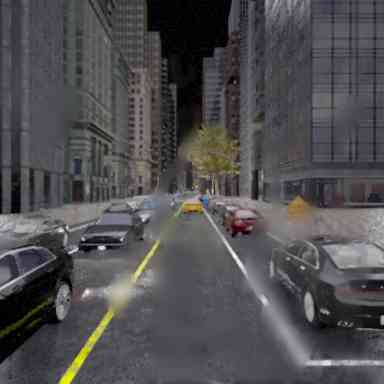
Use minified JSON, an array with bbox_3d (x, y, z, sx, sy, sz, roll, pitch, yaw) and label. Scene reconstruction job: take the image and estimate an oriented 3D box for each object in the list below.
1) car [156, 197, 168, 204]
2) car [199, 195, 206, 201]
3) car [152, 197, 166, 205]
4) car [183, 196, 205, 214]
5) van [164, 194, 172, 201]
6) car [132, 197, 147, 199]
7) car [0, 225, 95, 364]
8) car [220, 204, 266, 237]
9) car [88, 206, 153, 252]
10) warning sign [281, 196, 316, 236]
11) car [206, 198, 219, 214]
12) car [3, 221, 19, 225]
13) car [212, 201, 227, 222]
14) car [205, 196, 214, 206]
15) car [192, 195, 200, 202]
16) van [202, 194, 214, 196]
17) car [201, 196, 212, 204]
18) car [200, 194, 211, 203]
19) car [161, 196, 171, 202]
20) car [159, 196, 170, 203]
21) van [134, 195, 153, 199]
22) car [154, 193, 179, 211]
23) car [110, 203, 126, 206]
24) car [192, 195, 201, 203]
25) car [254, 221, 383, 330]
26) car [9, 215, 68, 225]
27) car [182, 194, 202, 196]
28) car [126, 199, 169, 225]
[{"bbox_3d":[-5.780,1.575,64.267,1.802,1.307,4.206,0,0,0],"label":"car"},{"bbox_3d":[2.745,1.531,86.078,1.752,1.417,4.829,0,0,0],"label":"car"},{"bbox_3d":[-5.779,1.542,58.855,2.008,1.369,4.403,0,0,0],"label":"car"},{"bbox_3d":[0.091,1.467,35.162,1.882,1.535,5.008,0,0,0],"label":"car"},{"bbox_3d":[-5.786,1.342,80.507,1.690,1.788,3.998,0,0,0],"label":"van"},{"bbox_3d":[-5.772,1.515,31.618,1.752,1.417,4.829,0,0,0],"label":"car"},{"bbox_3d":[-3.108,1.490,4.331,2.128,1.511,4.902,0,0,0],"label":"car"},{"bbox_3d":[2.757,1.538,17.699,1.887,1.381,4.507,0,0,0],"label":"car"},{"bbox_3d":[-3.103,1.542,14.118,2.033,1.411,5.357,0,0,0],"label":"car"},{"bbox_3d":[5.065,1.109,15.886,1.300,1.860,1.060,0,0,0],"label":"warning sign"},{"bbox_3d":[2.753,1.541,33.015,2.008,1.369,4.403,0,0,0],"label":"car"},{"bbox_3d":[-5.766,1.548,6.811,2.008,1.369,4.403,0,0,0],"label":"car"},{"bbox_3d":[2.755,1.542,23.143,2.008,1.369,4.403,0,0,0],"label":"car"},{"bbox_3d":[2.751,1.515,38.474,1.752,1.417,4.829,0,0,0],"label":"car"},{"bbox_3d":[0.881,1.505,76.888,1.837,1.490,4.892,0,0,0],"label":"car"},{"bbox_3d":[2.747,1.332,54.172,1.690,1.788,3.998,0,0,0],"label":"van"},{"bbox_3d":[2.744,1.544,64.749,2.008,1.369,4.403,0,0,0],"label":"car"},{"bbox_3d":[2.742,1.311,70.039,2.192,1.841,5.009,0,0,0],"label":"car"},{"bbox_3d":[-5.783,1.564,75.094,1.947,1.339,4.313,0,0,0],"label":"car"},{"bbox_3d":[-5.782,1.540,69.681,1.887,1.381,4.507,0,0,0],"label":"car"},{"bbox_3d":[-5.774,1.331,37.201,1.690,1.788,3.998,0,0,0],"label":"van"},{"bbox_3d":[-3.011,1.341,39.825,2.097,1.767,4.553,0,0,0],"label":"car"},{"bbox_3d":[-5.771,1.557,26.375,1.947,1.339,4.313,0,0,0],"label":"car"},{"bbox_3d":[0.882,1.451,71.078,1.801,1.575,5.366,0,0,0],"label":"car"},{"bbox_3d":[2.760,1.548,6.810,2.008,1.369,4.403,0,0,0],"label":"car"},{"bbox_3d":[-5.767,1.546,11.803,2.008,1.369,4.403,0,0,0],"label":"car"},{"bbox_3d":[0.007,1.483,47.196,2.128,1.511,4.902,0,0,0],"label":"car"},{"bbox_3d":[-3.098,1.483,24.133,2.128,1.511,4.902,0,0,0],"label":"car"}]
